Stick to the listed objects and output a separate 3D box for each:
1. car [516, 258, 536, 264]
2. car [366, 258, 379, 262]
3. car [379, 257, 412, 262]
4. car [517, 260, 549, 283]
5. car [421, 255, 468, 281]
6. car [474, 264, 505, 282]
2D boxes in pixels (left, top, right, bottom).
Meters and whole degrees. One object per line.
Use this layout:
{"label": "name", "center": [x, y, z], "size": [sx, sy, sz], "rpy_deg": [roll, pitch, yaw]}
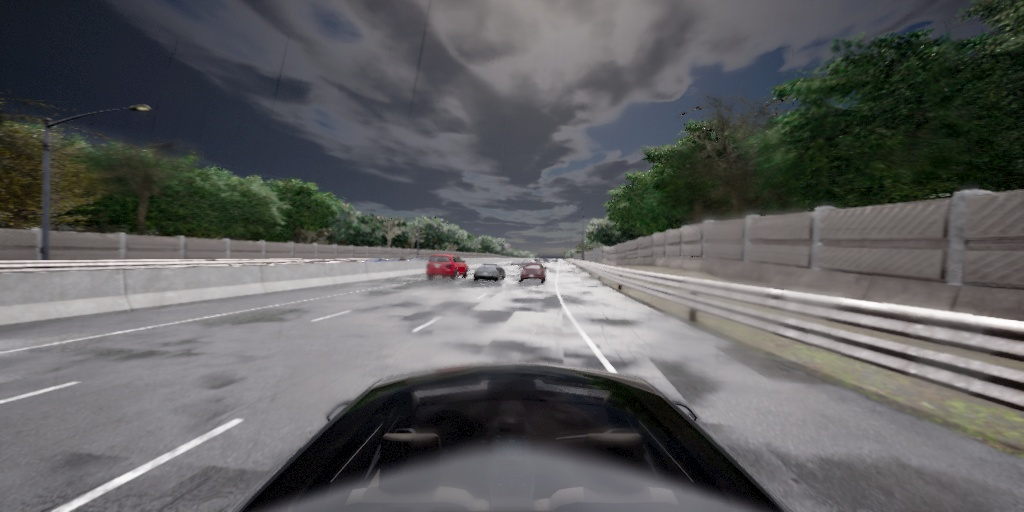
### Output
{"label": "car", "center": [2.430, 1.319, 60.202], "size": [2.033, 1.411, 5.357], "rpy_deg": [1, 0, 8]}
{"label": "car", "center": [-19.813, 1.013, 52.443], "size": [1.882, 1.535, 5.008], "rpy_deg": [1, 0, 8]}
{"label": "car", "center": [-16.484, 0.923, 51.009], "size": [2.097, 1.767, 4.553], "rpy_deg": [1, 0, 8]}
{"label": "car", "center": [1.723, 1.292, 28.411], "size": [1.812, 1.442, 4.674], "rpy_deg": [1, 0, 8]}
{"label": "car", "center": [-5.202, 0.914, 29.404], "size": [2.150, 2.045, 5.566], "rpy_deg": [1, 0, 8]}
{"label": "car", "center": [-1.742, 1.293, 28.892], "size": [1.994, 1.385, 4.181], "rpy_deg": [1, 0, 8]}
